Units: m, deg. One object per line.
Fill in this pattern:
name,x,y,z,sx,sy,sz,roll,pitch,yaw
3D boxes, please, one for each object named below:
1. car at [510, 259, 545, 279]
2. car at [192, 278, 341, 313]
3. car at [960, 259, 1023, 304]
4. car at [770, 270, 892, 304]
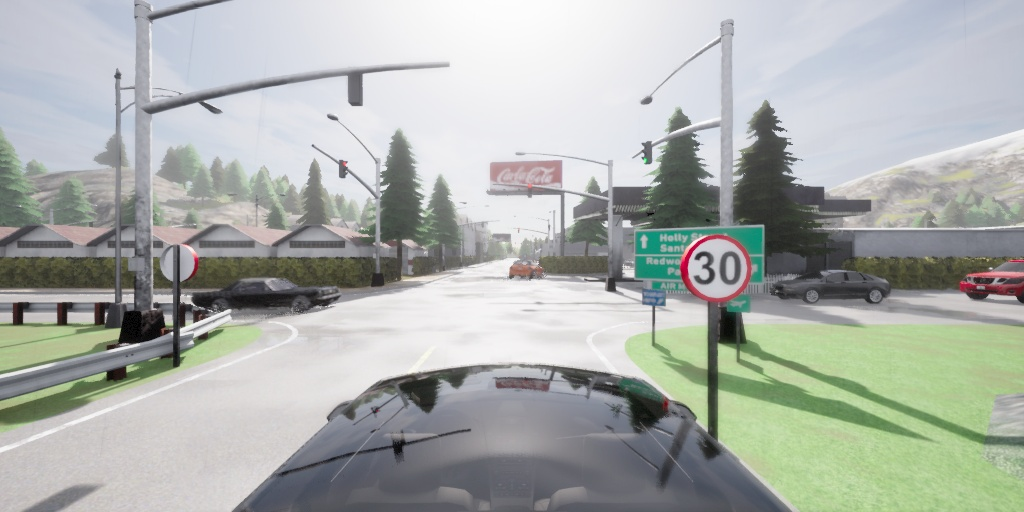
car,1.473,1.182,32.274,2.097,1.767,4.553,1,-3,21
car,-9.395,1.518,14.093,4.718,1.301,1.895,-1,0,-3
car,25.177,1.163,17.127,5.566,2.045,2.150,0,0,0
car,15.207,1.446,17.262,4.892,1.490,1.837,0,0,1
